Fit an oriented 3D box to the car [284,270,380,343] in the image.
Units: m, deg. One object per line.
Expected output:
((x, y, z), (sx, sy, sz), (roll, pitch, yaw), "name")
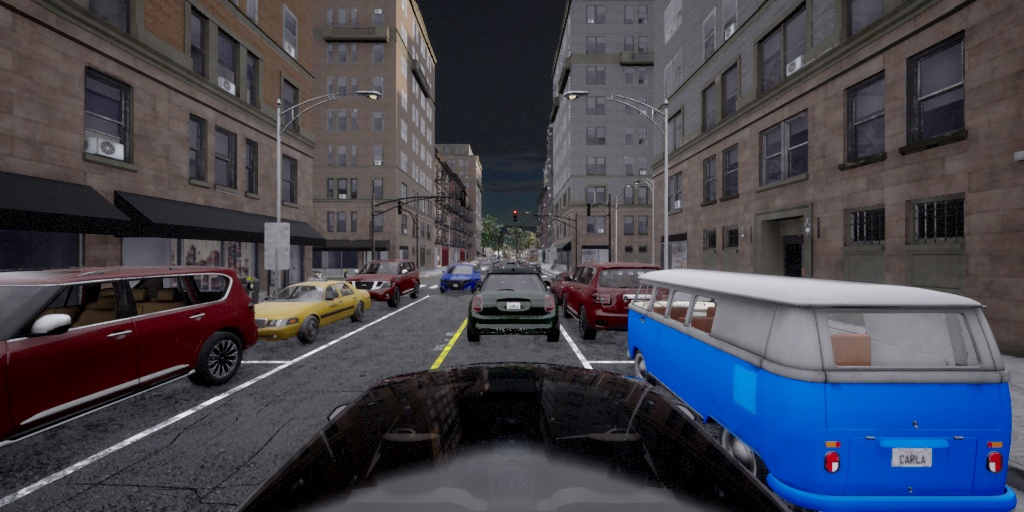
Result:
((-5.414, 1.275, 9.707), (1.751, 1.417, 4.829), (0, 0, 0), "car")

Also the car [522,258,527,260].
((2.560, 1.300, 42.579), (2.007, 1.370, 4.403), (0, 0, 0), "car")

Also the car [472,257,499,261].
((-2.960, 1.241, 41.165), (2.128, 1.511, 4.902), (0, 0, 1), "car")

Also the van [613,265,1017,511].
((2.634, 1.091, 4.213), (1.690, 1.789, 3.998), (0, 0, 0), "van")

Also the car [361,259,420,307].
((-5.427, 1.064, 15.556), (2.192, 1.841, 5.009), (0, 0, 0), "car")

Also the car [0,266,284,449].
((-5.403, 1.065, 4.200), (2.192, 1.841, 5.009), (0, 0, 0), "car")

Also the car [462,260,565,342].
((0.018, 1.102, 9.928), (2.097, 1.767, 4.553), (0, 0, 0), "car")

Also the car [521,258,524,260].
((2.549, 1.295, 48.061), (1.888, 1.381, 4.507), (0, 0, 0), "car")

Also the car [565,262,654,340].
((2.623, 1.065, 9.892), (2.192, 1.841, 5.009), (0, 0, 0), "car")

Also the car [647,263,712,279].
((14.305, 1.278, 30.752), (4.718, 1.301, 1.895), (0, 0, -3), "car")

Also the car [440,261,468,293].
((-2.887, 1.226, 20.757), (1.882, 1.535, 5.008), (0, 0, 0), "car")
